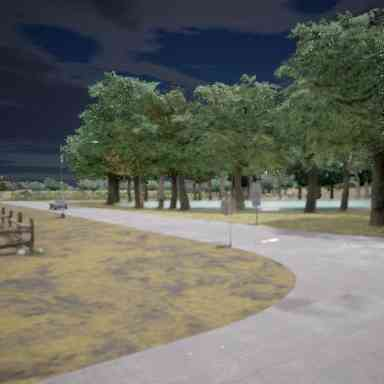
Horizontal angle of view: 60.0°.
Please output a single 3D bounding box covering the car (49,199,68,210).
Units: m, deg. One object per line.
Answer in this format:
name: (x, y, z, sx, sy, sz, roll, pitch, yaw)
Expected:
car: (-19.779, 1.857, 49.210, 1.837, 1.490, 4.892, -2, 1, -35)
